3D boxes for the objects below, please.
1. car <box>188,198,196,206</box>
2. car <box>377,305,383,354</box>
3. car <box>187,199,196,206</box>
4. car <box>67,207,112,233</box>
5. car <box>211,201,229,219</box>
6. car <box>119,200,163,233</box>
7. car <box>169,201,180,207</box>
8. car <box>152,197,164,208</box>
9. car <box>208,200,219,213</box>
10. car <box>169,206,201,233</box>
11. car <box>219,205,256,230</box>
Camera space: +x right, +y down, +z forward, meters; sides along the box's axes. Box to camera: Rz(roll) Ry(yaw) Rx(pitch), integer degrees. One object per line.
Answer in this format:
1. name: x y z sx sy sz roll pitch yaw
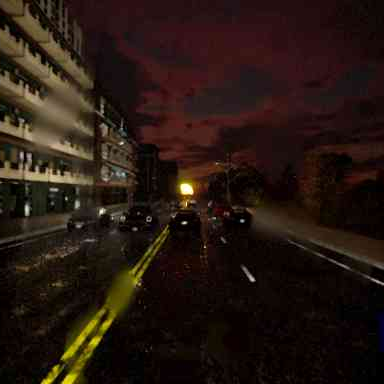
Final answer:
1. car: -0.002 2.386 80.660 2.097 1.767 4.553 0 -1 0
2. car: 3.250 1.242 1.532 2.150 2.045 5.566 0 -1 0
3. car: -0.002 2.492 70.341 1.895 1.301 4.718 0 -1 0
4. car: -6.600 1.766 21.813 2.128 1.511 4.902 0 -1 0
5. car: 3.249 1.960 34.497 1.812 1.442 4.674 0 -1 0
6. car: -3.350 1.625 21.753 2.097 1.767 4.553 0 -1 0
7. car: -3.278 2.355 63.520 2.033 1.411 5.357 0 -1 1
8. car: -6.540 2.005 62.323 2.150 2.045 5.566 0 -1 1
9. car: 3.249 1.927 45.469 2.097 1.767 4.553 0 -1 0
10. car: -0.405 1.838 21.707 1.994 1.385 4.181 0 -1 1
11. car: 3.249 1.859 23.497 1.994 1.385 4.181 0 -1 0
